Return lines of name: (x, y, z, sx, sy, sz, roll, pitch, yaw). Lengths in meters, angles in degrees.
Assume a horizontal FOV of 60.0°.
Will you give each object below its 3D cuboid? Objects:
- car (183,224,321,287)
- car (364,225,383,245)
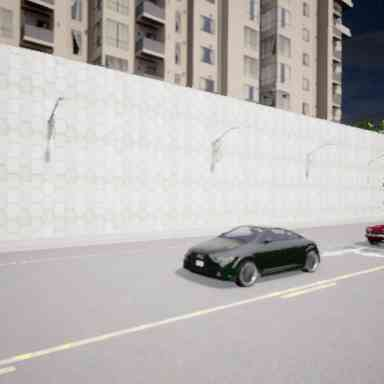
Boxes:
car: (1.821, 1.655, 9.612, 4.181, 1.385, 1.994, 1, -1, -36)
car: (10.069, 1.815, 15.529, 4.718, 1.301, 1.895, 1, -1, -36)
